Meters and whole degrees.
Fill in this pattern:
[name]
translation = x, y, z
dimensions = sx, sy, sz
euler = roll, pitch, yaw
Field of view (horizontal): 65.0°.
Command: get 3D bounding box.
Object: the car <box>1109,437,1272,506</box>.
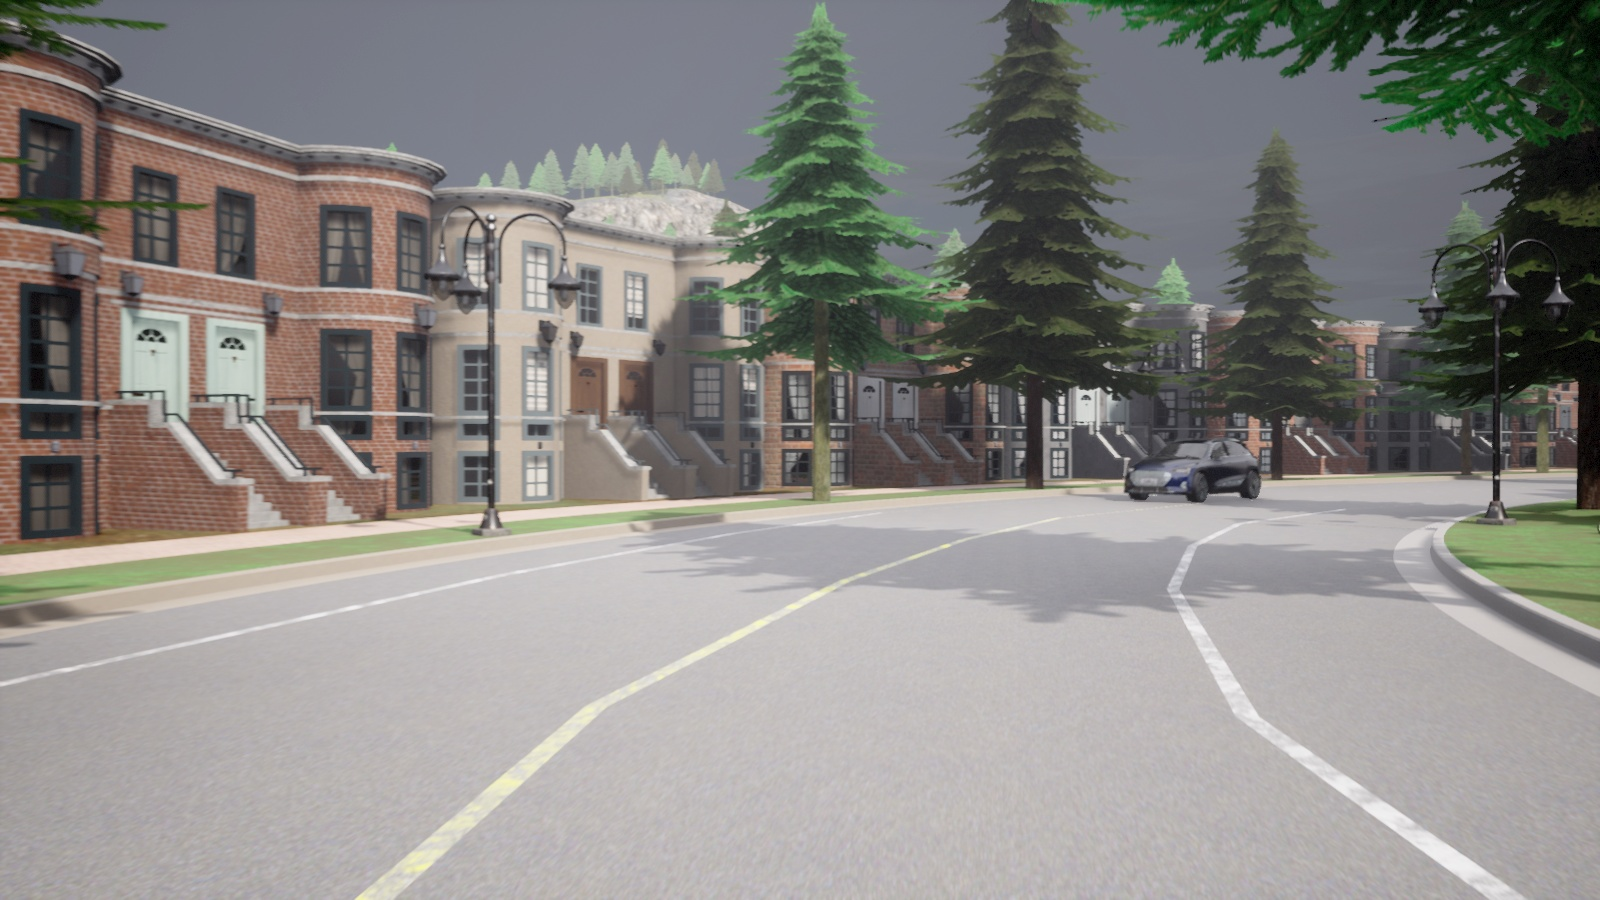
[car]
translation = 10.253, 0.509, 32.765
dimensions = 2.033, 1.649, 4.856
euler = 0, 0, 45
